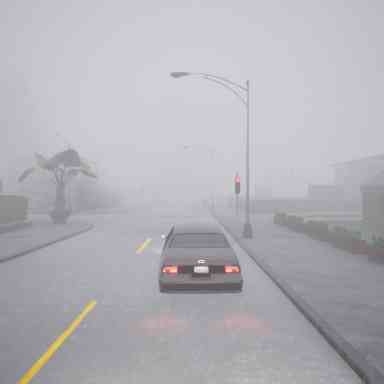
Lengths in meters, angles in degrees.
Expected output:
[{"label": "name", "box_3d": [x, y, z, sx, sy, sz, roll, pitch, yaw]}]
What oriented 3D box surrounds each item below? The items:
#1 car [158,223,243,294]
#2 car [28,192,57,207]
[{"label": "car", "box_3d": [0.111, 1.547, 8.948, 2.033, 1.411, 5.357, 0, 0, -2]}, {"label": "car", "box_3d": [-19.770, 0.986, 43.858, 1.905, 1.878, 3.866, 0, 0, 35]}]
